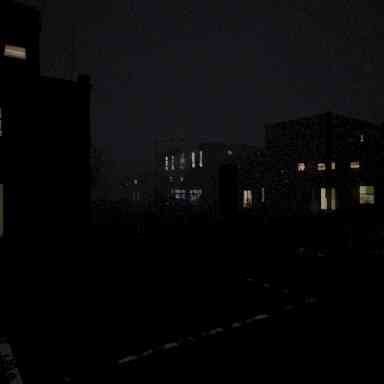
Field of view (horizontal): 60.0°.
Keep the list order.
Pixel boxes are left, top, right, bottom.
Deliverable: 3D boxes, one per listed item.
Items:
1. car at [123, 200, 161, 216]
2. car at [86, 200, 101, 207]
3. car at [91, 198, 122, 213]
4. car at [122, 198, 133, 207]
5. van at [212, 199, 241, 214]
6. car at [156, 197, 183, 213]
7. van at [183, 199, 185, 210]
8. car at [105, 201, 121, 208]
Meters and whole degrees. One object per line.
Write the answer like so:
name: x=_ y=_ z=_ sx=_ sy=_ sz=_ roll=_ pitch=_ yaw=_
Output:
car: x=-5.947 y=2.047 z=39.239 sx=1.752 sy=1.417 sz=4.829 roll=-2 pitch=0 yaw=-36
car: x=-22.644 y=2.594 z=76.257 sx=1.802 sy=1.307 sz=4.206 roll=-2 pitch=0 yaw=-36
car: x=-12.728 y=2.001 z=48.516 sx=2.192 sy=1.841 sz=5.009 roll=-2 pitch=0 yaw=-36
car: x=-12.638 y=2.084 z=62.546 sx=2.192 sy=1.841 sz=5.009 roll=-2 pitch=0 yaw=-36
van: x=4.051 y=1.707 z=39.694 sx=1.690 sy=1.788 sz=3.998 roll=-2 pitch=0 yaw=-36
car: x=-4.101 y=1.757 z=46.483 sx=2.150 sy=2.045 sz=5.566 roll=-1 pitch=0 yaw=-36
van: x=-2.624 y=1.868 z=48.834 sx=1.690 sy=1.788 sz=3.998 roll=-2 pitch=0 yaw=-36
car: x=-15.968 y=2.432 z=67.116 sx=1.802 sy=1.307 sz=4.206 roll=-2 pitch=0 yaw=-36
